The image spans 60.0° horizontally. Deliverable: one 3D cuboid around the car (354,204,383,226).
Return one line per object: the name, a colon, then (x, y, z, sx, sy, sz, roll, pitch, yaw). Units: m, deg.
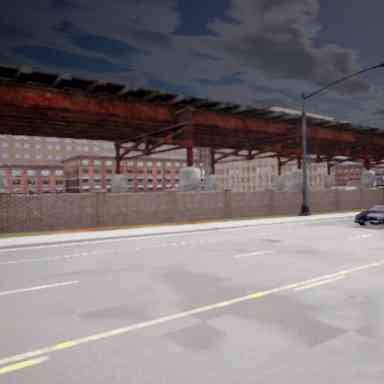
car: (12.745, 1.468, 21.638, 5.357, 1.411, 2.033, 0, 0, -35)
